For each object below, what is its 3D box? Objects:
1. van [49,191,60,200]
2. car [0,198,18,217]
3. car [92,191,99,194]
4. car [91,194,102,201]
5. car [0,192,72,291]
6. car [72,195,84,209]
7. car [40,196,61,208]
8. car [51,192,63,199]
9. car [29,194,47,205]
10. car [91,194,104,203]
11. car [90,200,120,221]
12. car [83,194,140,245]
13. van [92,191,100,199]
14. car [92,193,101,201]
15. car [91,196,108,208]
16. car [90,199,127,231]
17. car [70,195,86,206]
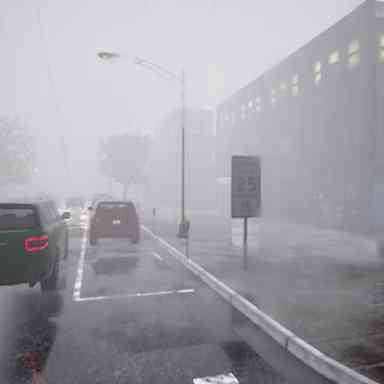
[{"bbox_3d":[-29.172,0.667,70.713,1.690,1.788,3.998,1,0,-17],"label":"van"},{"bbox_3d":[-16.357,1.266,28.265,1.947,1.339,4.313,1,0,-17],"label":"car"},{"bbox_3d":[-8.333,1.062,30.700,2.192,1.841,5.009,1,0,-17],"label":"car"},{"bbox_3d":[-17.954,1.049,62.537,1.802,1.307,4.206,1,0,-17],"label":"car"},{"bbox_3d":[-4.476,1.135,8.584,2.150,2.045,5.566,0,0,-17],"label":"car"},{"bbox_3d":[-13.424,1.136,38.393,1.882,1.535,5.008,0,0,-16],"label":"car"},{"bbox_3d":[-17.511,1.209,41.360,1.895,1.301,4.718,0,0,-17],"label":"car"},{"bbox_3d":[-30.780,0.829,76.020,2.008,1.369,4.403,1,0,-17],"label":"car"},{"bbox_3d":[-22.717,1.042,49.327,1.752,1.417,4.829,1,0,-17],"label":"car"},{"bbox_3d":[-16.350,1.065,57.230,2.008,1.369,4.403,1,0,-17],"label":"car"},{"bbox_3d":[-6.735,1.343,25.394,2.008,1.369,4.403,1,0,-17],"label":"car"},{"bbox_3d":[-3.525,1.198,14.780,2.192,1.841,5.009,1,0,-17],"label":"car"},{"bbox_3d":[-22.757,0.665,78.456,1.690,1.788,3.998,1,0,-17],"label":"van"},{"bbox_3d":[-19.604,0.944,68.006,1.752,1.417,4.829,1,0,-17],"label":"car"},{"bbox_3d":[-11.543,1.221,41.312,1.947,1.339,4.313,1,0,-17],"label":"car"},{"bbox_3d":[-5.130,1.277,20.086,1.967,1.590,4.097,1,0,-17],"label":"car"},{"bbox_3d":[-16.343,1.176,47.869,1.895,1.301,4.718,0,0,-17],"label":"car"}]
